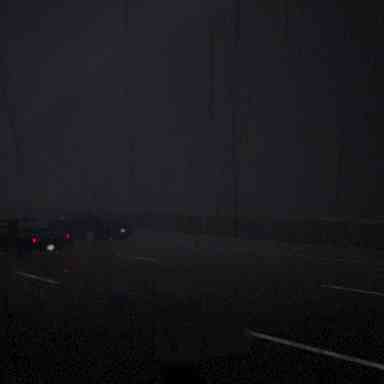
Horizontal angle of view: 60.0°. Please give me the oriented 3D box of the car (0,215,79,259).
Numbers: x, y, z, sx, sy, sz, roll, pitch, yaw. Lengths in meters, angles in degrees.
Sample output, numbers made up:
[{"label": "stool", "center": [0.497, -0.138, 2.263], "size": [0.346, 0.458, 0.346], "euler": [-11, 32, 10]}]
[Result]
[{"label": "car", "center": [-6.861, 1.699, 13.188], "size": [4.718, 1.301, 1.895], "euler": [0, 0, 36]}]

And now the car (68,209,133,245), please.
[{"label": "car", "center": [-5.083, 1.577, 16.219], "size": [5.008, 1.535, 1.882], "euler": [0, 0, 36]}]
